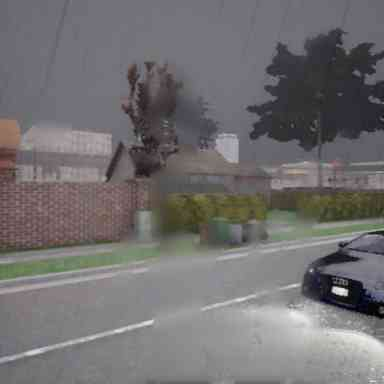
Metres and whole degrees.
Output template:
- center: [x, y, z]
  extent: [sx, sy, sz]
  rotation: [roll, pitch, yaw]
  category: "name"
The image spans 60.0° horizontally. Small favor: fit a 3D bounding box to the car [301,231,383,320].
- center: [4.219, 1.557, 6.997]
  extent: [4.181, 1.385, 1.994]
  rotation: [0, 0, -35]
  category: "car"
